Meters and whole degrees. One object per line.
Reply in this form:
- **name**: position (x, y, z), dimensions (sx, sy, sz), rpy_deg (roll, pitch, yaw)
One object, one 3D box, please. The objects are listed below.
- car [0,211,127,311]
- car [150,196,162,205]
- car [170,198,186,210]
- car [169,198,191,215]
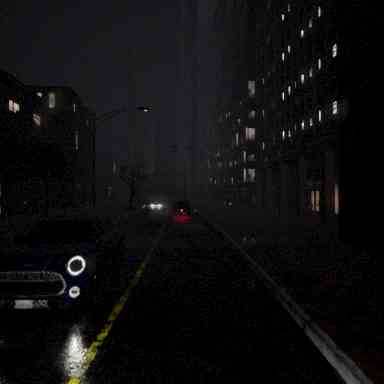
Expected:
- **car**: position (-2.958, 1.352, 8.009), dimensions (2.097, 1.767, 4.553), rpy_deg (0, 0, -1)
- **car**: position (-6.441, 1.455, 59.671), dimensions (2.128, 1.511, 4.902), rpy_deg (0, 0, -6)
- **car**: position (-1.907, 1.509, 43.917), dimensions (1.812, 1.442, 4.674), rpy_deg (0, 0, -5)
- **car**: position (-1.134, 1.496, 34.158), dimensions (1.837, 1.490, 4.892), rpy_deg (0, 0, -4)
